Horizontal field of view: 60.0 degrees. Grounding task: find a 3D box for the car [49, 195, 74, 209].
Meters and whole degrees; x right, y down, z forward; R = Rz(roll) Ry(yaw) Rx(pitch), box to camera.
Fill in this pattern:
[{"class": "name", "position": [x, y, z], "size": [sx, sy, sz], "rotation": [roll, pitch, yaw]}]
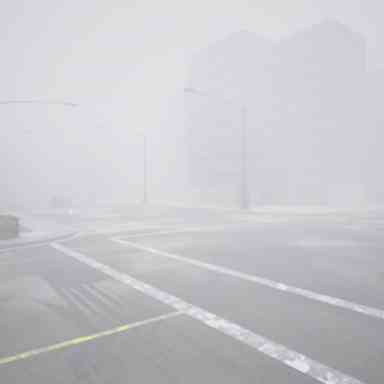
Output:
[{"class": "car", "position": [-17.029, 1.180, 43.250], "size": [2.097, 1.767, 4.553], "rotation": [-1, 1, -36]}]
